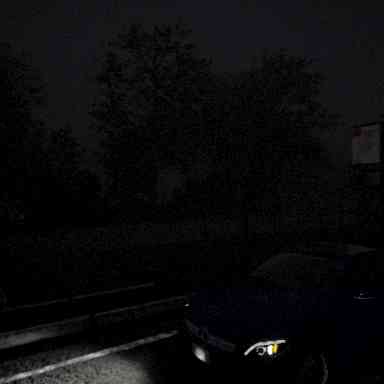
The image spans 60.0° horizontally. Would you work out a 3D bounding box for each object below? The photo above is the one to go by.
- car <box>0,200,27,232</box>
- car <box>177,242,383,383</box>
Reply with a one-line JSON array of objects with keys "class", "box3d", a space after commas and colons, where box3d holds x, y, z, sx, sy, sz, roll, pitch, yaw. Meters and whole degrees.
[{"class": "car", "box3d": [-10.908, 1.282, 18.962, 2.185, 1.767, 4.553, 1, -1, -36]}, {"class": "car", "box3d": [1.991, 1.556, 5.080, 4.674, 1.442, 1.812, 0, 0, -36]}]
